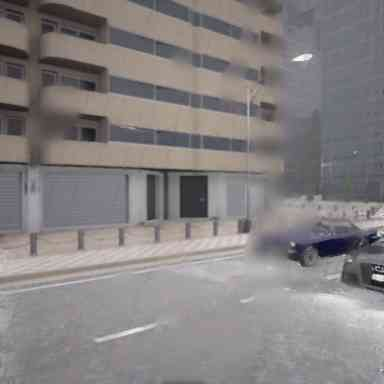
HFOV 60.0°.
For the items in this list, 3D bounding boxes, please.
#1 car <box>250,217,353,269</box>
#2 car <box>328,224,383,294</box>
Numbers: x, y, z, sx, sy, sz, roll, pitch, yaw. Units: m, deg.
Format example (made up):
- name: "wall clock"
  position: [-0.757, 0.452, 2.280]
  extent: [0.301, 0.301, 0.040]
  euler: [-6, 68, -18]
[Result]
- name: "car"
  position: [4.178, 1.551, 11.200]
  extent: [4.718, 1.301, 1.895]
  euler: [0, 0, -35]
- name: "car"
  position: [5.357, 1.521, 7.753]
  extent: [4.181, 1.385, 1.994]
  euler: [0, 0, -35]
